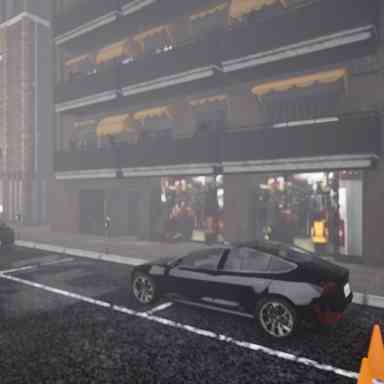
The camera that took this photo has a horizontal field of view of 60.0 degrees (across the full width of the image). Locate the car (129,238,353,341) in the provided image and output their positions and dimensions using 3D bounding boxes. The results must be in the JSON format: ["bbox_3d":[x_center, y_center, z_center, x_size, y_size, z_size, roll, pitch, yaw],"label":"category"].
[{"bbox_3d":[0.727,1.573,6.412,4.313,1.339,1.947,0,0,35],"label":"car"}]

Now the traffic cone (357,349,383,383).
[{"bbox_3d":[1.734,1.958,3.323,0.340,0.580,0.340,0,0,35],"label":"traffic cone"}]

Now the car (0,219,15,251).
[{"bbox_3d":[-8.559,1.572,12.846,4.403,1.369,2.008,0,0,35],"label":"car"}]

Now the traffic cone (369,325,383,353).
[{"bbox_3d":[2.303,1.959,4.145,0.340,0.580,0.340,0,0,35],"label":"traffic cone"}]
